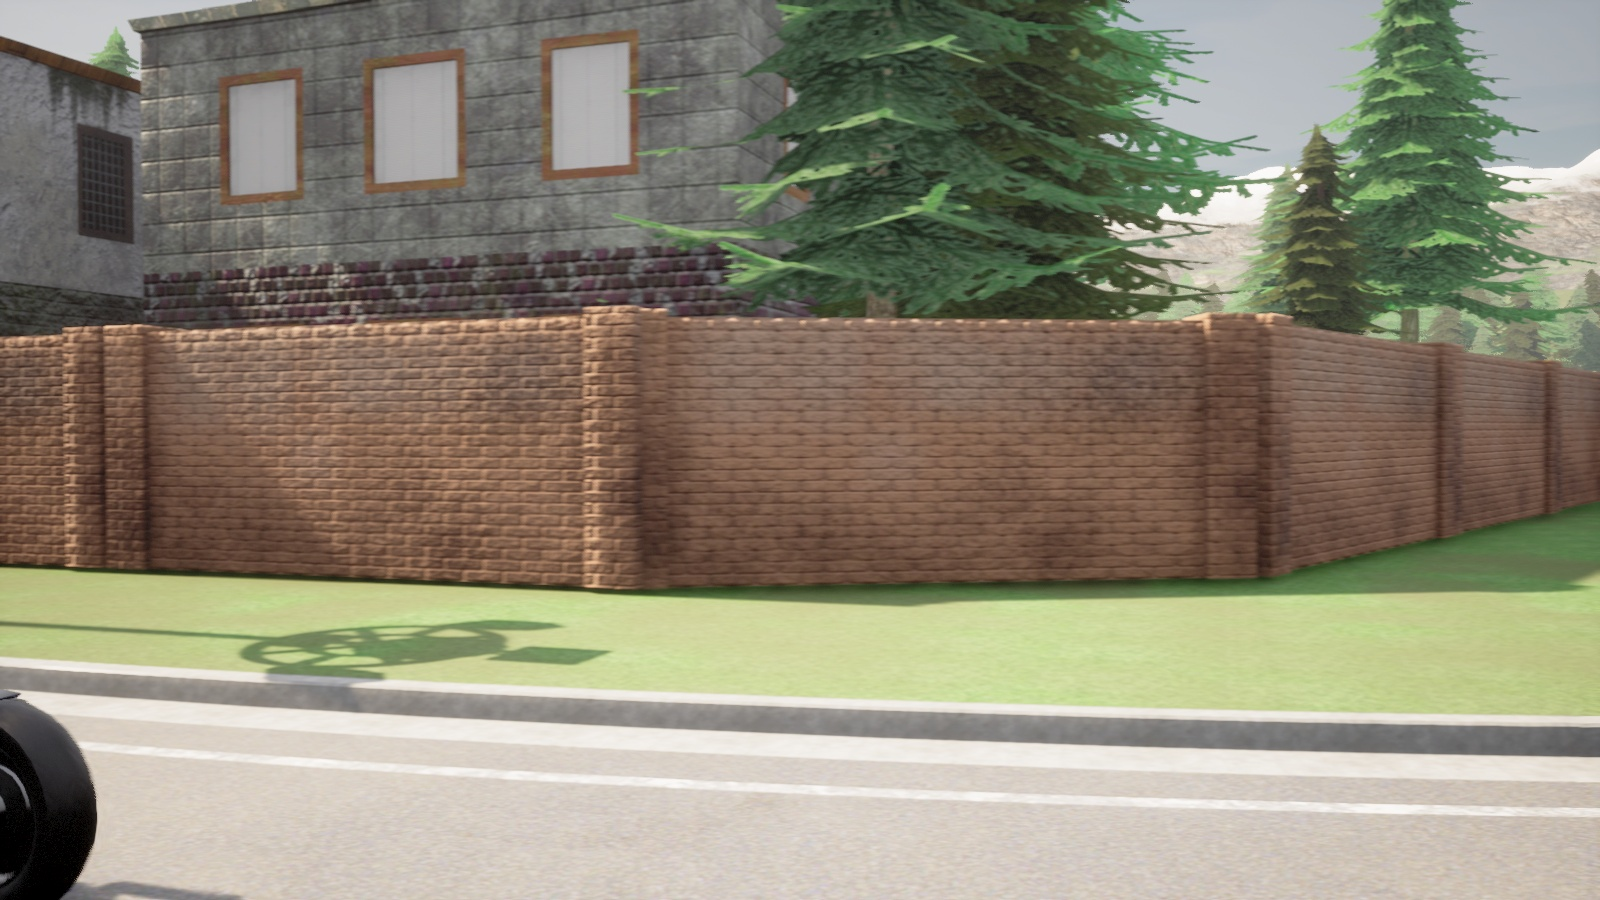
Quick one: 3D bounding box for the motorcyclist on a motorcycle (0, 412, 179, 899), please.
[{"bbox_3d":[-3.369,0.695,4.326,2.350,1.649,0.766,1,1,19],"label":"motorcyclist on a motorcycle"}]
